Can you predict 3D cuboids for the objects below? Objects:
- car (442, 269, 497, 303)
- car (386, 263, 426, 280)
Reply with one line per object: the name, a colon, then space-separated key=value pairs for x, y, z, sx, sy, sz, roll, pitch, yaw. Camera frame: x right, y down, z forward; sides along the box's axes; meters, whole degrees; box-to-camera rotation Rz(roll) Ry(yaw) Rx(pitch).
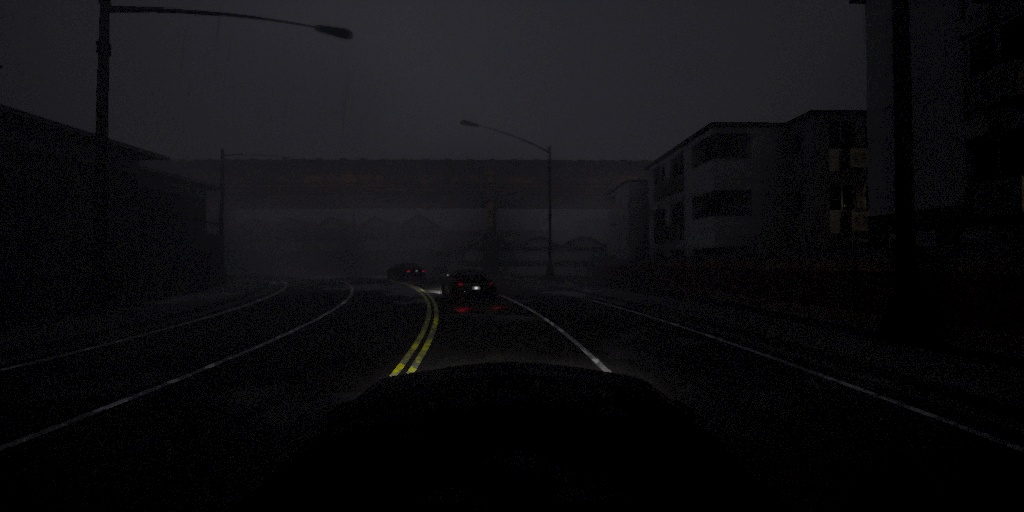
car: x=-2.081 y=1.296 z=16.819 sx=1.994 sy=1.385 sz=4.181 roll=0 pitch=0 yaw=-17
car: x=-9.120 y=1.265 z=30.658 sx=2.033 sy=1.411 sz=5.357 roll=1 pitch=-1 yaw=-37
